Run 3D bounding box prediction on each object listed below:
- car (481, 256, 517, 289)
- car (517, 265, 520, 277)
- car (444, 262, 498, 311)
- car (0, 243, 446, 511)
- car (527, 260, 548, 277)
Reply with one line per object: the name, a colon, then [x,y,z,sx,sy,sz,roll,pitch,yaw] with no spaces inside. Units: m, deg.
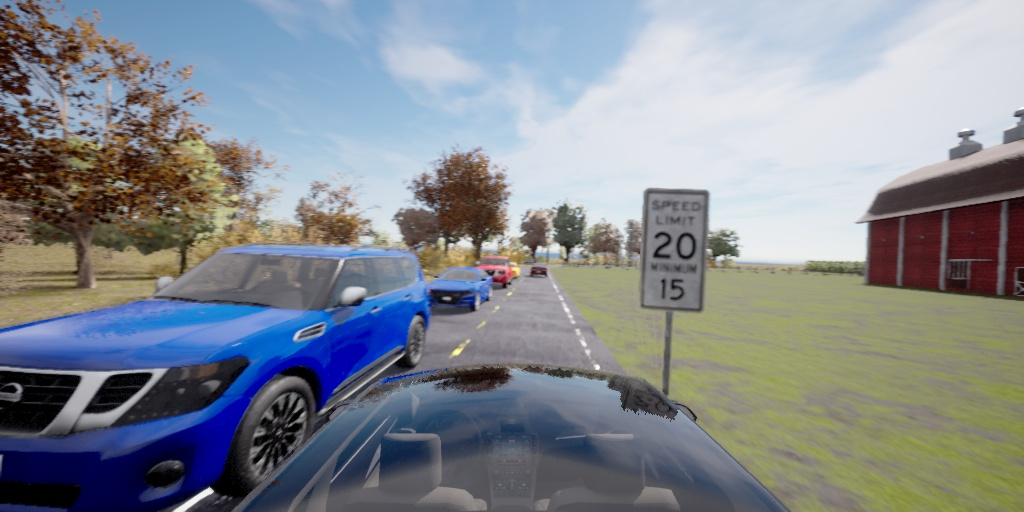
car: [-1.162,1.018,24.654,2.150,2.045,5.566,3,0,5]
car: [-0.294,1.362,35.118,1.882,1.535,5.008,3,0,5]
car: [-1.980,1.190,14.602,1.882,1.535,5.008,3,0,5]
car: [-2.769,0.849,4.770,2.150,2.045,5.566,3,0,4]
car: [3.053,1.542,40.535,1.882,1.535,5.008,3,0,4]
